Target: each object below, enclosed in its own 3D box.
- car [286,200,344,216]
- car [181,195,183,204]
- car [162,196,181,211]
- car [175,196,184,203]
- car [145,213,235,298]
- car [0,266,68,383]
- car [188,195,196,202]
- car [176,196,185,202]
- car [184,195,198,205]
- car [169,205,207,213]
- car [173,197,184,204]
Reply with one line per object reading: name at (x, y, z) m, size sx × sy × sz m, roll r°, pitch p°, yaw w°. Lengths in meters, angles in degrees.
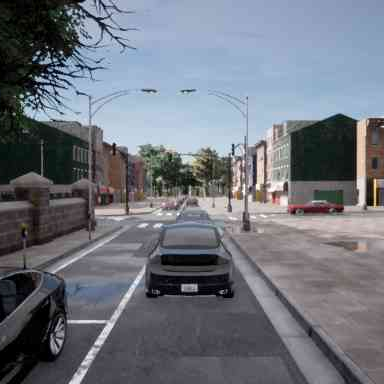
car at (10.920, 1.429, 29.802) m, size 4.718 × 1.301 × 1.895 m, roll -1°, pitch 1°, yaw 0°
car at (-2.706, 1.489, 46.949) m, size 1.967 × 1.590 × 4.097 m, roll -1°, pitch 0°, yaw 0°
car at (-2.699, 1.479, 41.515) m, size 1.967 × 1.590 × 4.097 m, roll -1°, pitch 0°, yaw 0°
car at (-2.739, 1.658, 74.123) m, size 1.887 × 1.381 × 4.507 m, roll -1°, pitch 0°, yaw 0°
car at (-0.033, 1.505, 8.491) m, size 1.837 × 1.490 × 4.892 m, roll 0°, pitch 0°, yaw 0°
car at (-2.648, 1.565, 3.195) m, size 1.947 × 1.339 × 4.313 m, roll -1°, pitch 0°, yaw 0°
car at (-0.103, 1.612, 82.093) m, size 1.882 × 1.535 × 5.008 m, roll 0°, pitch 0°, yaw 0°
car at (-2.746, 1.693, 79.558) m, size 1.947 × 1.339 × 4.313 m, roll -1°, pitch 0°, yaw 0°
car at (0.029, 1.561, 56.724) m, size 2.128 × 1.511 × 4.902 m, roll 0°, pitch 0°, yaw 0°
car at (0.079, 1.553, 15.936) m, size 2.033 × 1.411 × 5.357 m, roll 0°, pitch 0°, yaw 0°
car at (-2.733, 1.650, 68.688) m, size 2.008 × 1.369 × 4.403 m, roll -1°, pitch 0°, yaw 0°
